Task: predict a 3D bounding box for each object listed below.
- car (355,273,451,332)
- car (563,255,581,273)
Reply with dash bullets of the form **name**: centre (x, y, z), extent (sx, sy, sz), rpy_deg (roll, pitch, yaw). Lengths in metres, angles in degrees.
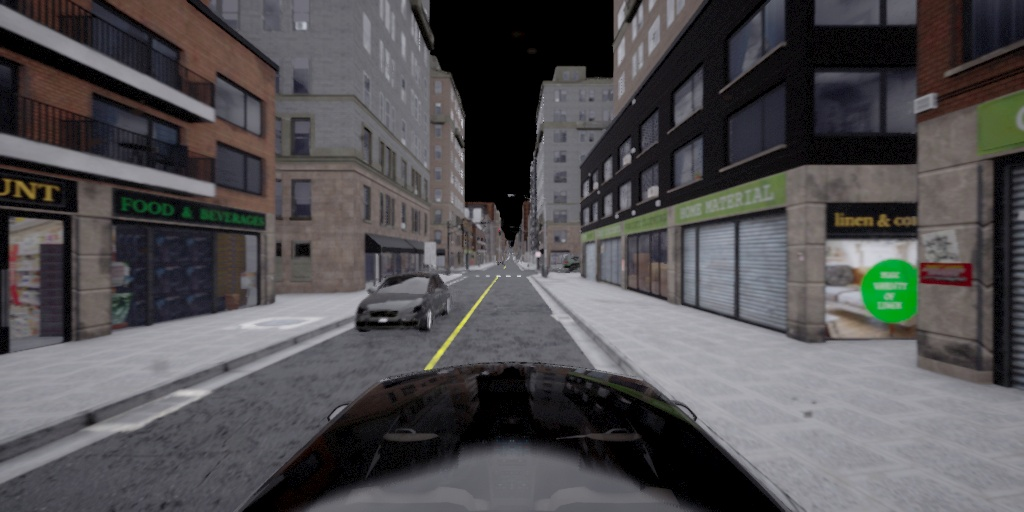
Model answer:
- **car**: centre (-3.100, 1.304, 11.059), extent (1.837, 1.490, 4.892), rpy_deg (0, 0, 0)
- **car**: centre (9.337, 0.929, 46.215), extent (5.566, 2.045, 2.150), rpy_deg (-1, 0, 0)
